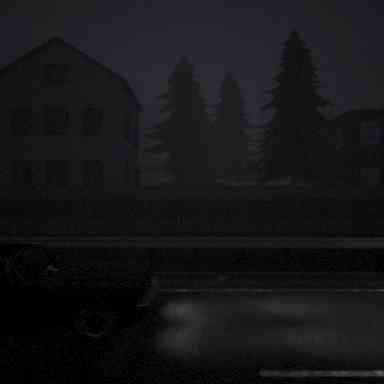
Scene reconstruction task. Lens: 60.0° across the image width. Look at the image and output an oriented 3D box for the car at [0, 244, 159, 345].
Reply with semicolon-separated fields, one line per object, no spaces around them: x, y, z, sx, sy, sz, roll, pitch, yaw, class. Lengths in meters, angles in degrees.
-2.956;1.602;5.753;4.718;1.301;1.895;0;0;0;car
